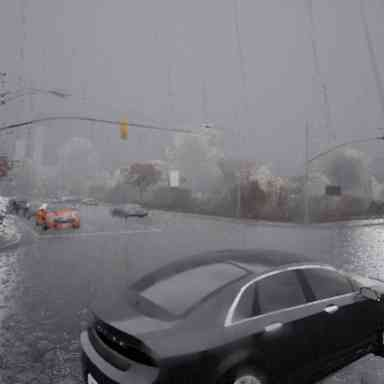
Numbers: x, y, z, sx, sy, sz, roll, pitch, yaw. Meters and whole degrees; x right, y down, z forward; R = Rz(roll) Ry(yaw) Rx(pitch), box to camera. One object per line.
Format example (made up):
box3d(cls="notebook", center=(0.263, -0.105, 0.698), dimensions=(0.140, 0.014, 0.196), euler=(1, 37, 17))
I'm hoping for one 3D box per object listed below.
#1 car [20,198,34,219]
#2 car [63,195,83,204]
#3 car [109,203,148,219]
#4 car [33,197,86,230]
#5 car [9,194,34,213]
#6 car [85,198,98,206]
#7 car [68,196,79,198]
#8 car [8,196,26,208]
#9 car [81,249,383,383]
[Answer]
box3d(cls="car", center=(-13.956, 1.580, 29.922), dimensions=(1.837, 1.490, 4.892), euler=(1, 0, -32))
box3d(cls="car", center=(-22.470, 1.388, 62.529), dimensions=(2.033, 1.411, 5.357), euler=(1, 1, -37))
box3d(cls="car", center=(-5.927, 1.720, 30.741), dimensions=(2.033, 1.411, 5.357), euler=(1, -1, -33))
box3d(cls="car", center=(-8.756, 1.424, 21.689), dimensions=(2.097, 1.767, 4.553), euler=(1, -1, -32))
box3d(cls="car", center=(-19.284, 1.254, 38.361), dimensions=(2.150, 2.045, 5.566), euler=(1, 0, -33))
box3d(cls="car", center=(-16.799, 1.592, 54.364), dimensions=(1.994, 1.385, 4.181), euler=(1, 0, -33))
box3d(cls="car", center=(-19.553, 1.493, 52.184), dimensions=(1.837, 1.490, 4.892), euler=(1, 1, -33))
box3d(cls="car", center=(-24.720, 1.394, 47.008), dimensions=(1.882, 1.535, 5.008), euler=(1, 0, -32))
box3d(cls="car", center=(1.062, 1.551, 4.504), dimensions=(4.892, 1.490, 1.837), euler=(0, 0, -36))
